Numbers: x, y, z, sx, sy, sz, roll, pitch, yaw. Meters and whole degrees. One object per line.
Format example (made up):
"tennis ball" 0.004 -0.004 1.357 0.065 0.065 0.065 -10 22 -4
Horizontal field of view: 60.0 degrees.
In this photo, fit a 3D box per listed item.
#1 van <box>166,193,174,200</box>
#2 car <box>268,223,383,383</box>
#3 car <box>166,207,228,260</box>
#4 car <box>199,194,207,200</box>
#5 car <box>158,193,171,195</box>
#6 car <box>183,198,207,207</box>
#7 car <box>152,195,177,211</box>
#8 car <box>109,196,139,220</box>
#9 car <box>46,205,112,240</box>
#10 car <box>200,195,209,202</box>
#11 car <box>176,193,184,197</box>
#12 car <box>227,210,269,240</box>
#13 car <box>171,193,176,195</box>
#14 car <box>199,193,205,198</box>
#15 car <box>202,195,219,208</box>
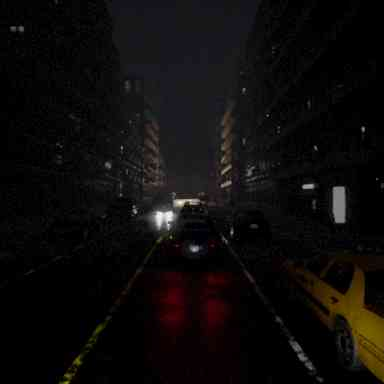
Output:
"van" -5.640 1.153 84.754 1.690 1.788 3.998 1 0 0
"car" 2.707 1.512 5.398 1.752 1.417 4.829 1 0 0
"car" 0.086 1.496 12.183 1.812 1.442 4.674 0 0 0
"car" 2.738 1.252 84.812 1.967 1.590 4.097 1 0 0
"car" -5.648 1.173 62.016 2.192 1.841 5.009 1 0 0
"car" 0.104 1.527 31.103 1.895 1.301 4.718 0 0 0
"car" -3.080 1.400 38.713 2.128 1.511 4.902 0 0 0
"car" -5.660 1.249 27.909 2.192 1.841 5.009 1 0 0
"car" -5.669 1.511 16.540 2.008 1.369 4.403 1 0 0
"car" 2.732 1.360 73.613 1.752 1.417 4.829 1 0 0
"car" -2.971 0.938 79.409 1.837 1.490 4.892 0 0 0
"car" 2.711 1.526 16.597 1.947 1.339 4.313 1 0 0
"car" -5.641 1.139 79.070 2.192 1.841 5.009 1 0 0
"car" 2.729 1.412 67.758 1.947 1.339 4.313 1 0 0
"car" 2.722 1.419 45.190 1.752 1.417 4.829 1 0 0
